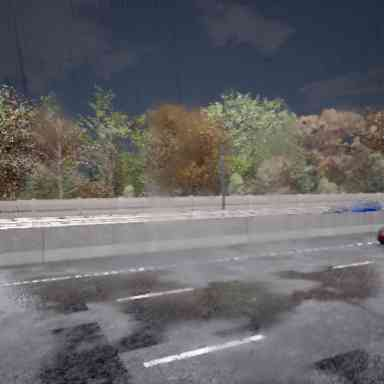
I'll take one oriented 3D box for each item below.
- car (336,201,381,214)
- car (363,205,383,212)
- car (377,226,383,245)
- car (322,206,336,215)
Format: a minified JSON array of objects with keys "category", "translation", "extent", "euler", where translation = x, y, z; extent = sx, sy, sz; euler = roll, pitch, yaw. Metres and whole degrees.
[{"category":"car","translation":[20.584,2.149,40.130],"extent":[5.566,2.045,2.150],"euler":[-1,-2,-25]},{"category":"car","translation":[21.634,2.370,36.745],"extent":[4.718,1.301,1.895],"euler":[-1,-2,-25]},{"category":"car","translation":[11.039,1.866,16.154],"extent":[4.181,1.385,1.994],"euler":[-1,-2,-25]},{"category":"car","translation":[19.126,2.597,43.292],"extent":[4.892,1.490,1.837],"euler":[-1,-2,-25]}]
